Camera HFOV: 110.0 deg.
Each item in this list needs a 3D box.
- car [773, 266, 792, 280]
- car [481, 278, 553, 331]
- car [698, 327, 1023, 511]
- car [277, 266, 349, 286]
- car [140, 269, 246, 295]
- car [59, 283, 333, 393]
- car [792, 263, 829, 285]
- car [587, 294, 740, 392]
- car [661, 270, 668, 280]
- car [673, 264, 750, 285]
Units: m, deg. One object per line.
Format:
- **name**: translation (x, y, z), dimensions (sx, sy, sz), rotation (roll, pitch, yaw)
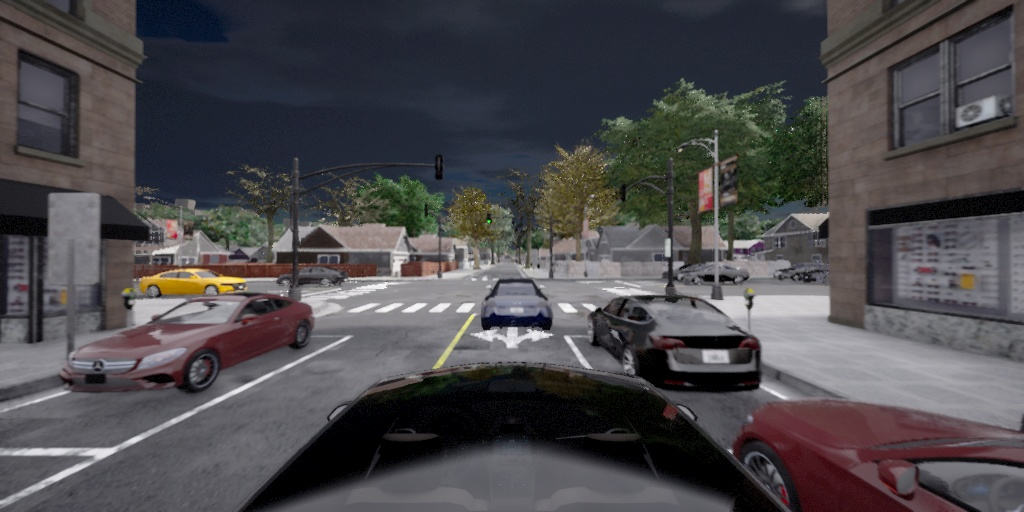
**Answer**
- **car**: translation (24.364, 1.311, 29.661), dimensions (4.902, 1.511, 2.128), rotation (0, 0, 0)
- **car**: translation (0.111, 1.388, 11.258), dimensions (1.994, 1.385, 4.181), rotation (0, 0, 0)
- **car**: translation (2.635, 1.328, 1.202), dimensions (1.802, 1.307, 4.207), rotation (0, 0, 0)
- **car**: translation (-14.663, 1.526, 26.472), dimensions (4.892, 1.490, 1.837), rotation (0, -1, 1)
- **car**: translation (-17.442, 1.466, 19.789), dimensions (5.008, 1.535, 1.882), rotation (0, 0, 0)
- **car**: translation (-5.383, 1.371, 6.730), dimensions (1.802, 1.307, 4.207), rotation (0, 0, 0)
- **car**: translation (23.682, 1.363, 26.418), dimensions (4.181, 1.385, 1.994), rotation (0, 0, 0)
- **car**: translation (2.643, 1.355, 6.720), dimensions (1.948, 1.339, 4.313), rotation (0, 0, 0)
- **car**: translation (14.956, 1.377, 29.687), dimensions (4.892, 1.490, 1.837), rotation (0, 0, 0)
- **car**: translation (14.774, 1.340, 26.430), dimensions (4.902, 1.511, 2.128), rotation (0, 0, 0)
